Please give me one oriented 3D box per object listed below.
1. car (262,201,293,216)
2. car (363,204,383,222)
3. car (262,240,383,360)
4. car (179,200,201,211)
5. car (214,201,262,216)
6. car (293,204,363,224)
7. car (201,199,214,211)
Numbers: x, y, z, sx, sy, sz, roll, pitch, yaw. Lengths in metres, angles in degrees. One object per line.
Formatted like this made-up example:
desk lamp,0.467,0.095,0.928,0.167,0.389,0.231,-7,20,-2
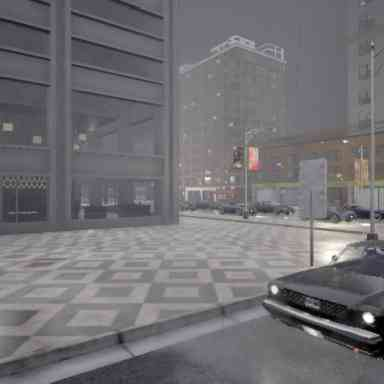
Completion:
car,8.018,1.633,34.519,2.033,1.411,5.357,0,0,-36
car,13.665,1.648,26.698,1.895,1.301,4.718,0,0,-36
car,3.442,1.601,5.832,4.718,1.301,1.895,0,0,-36
car,-1.286,1.687,41.885,1.994,1.385,4.181,0,0,-35
car,4.583,1.654,33.738,1.994,1.385,4.181,0,0,-36
car,10.394,1.616,25.680,1.994,1.385,4.181,0,0,-36
car,2.045,1.667,42.806,2.033,1.411,5.357,0,0,-36
